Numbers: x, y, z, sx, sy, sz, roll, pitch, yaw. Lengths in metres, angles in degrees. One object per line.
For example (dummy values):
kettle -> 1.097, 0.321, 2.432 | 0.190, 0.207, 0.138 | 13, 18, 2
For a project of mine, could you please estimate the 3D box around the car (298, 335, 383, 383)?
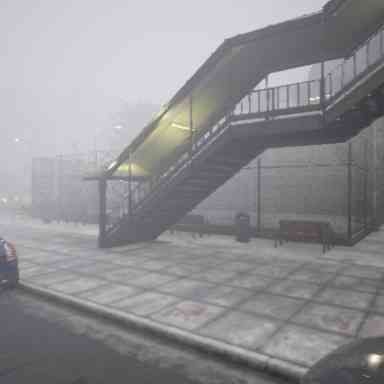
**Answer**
car -> 2.804, 1.489, 1.263 | 2.231, 1.521, 4.892 | 0, 0, -45

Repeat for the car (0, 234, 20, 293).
car -> -5.951, 1.312, 7.544 | 4.553, 1.767, 2.185 | 0, 0, 35
